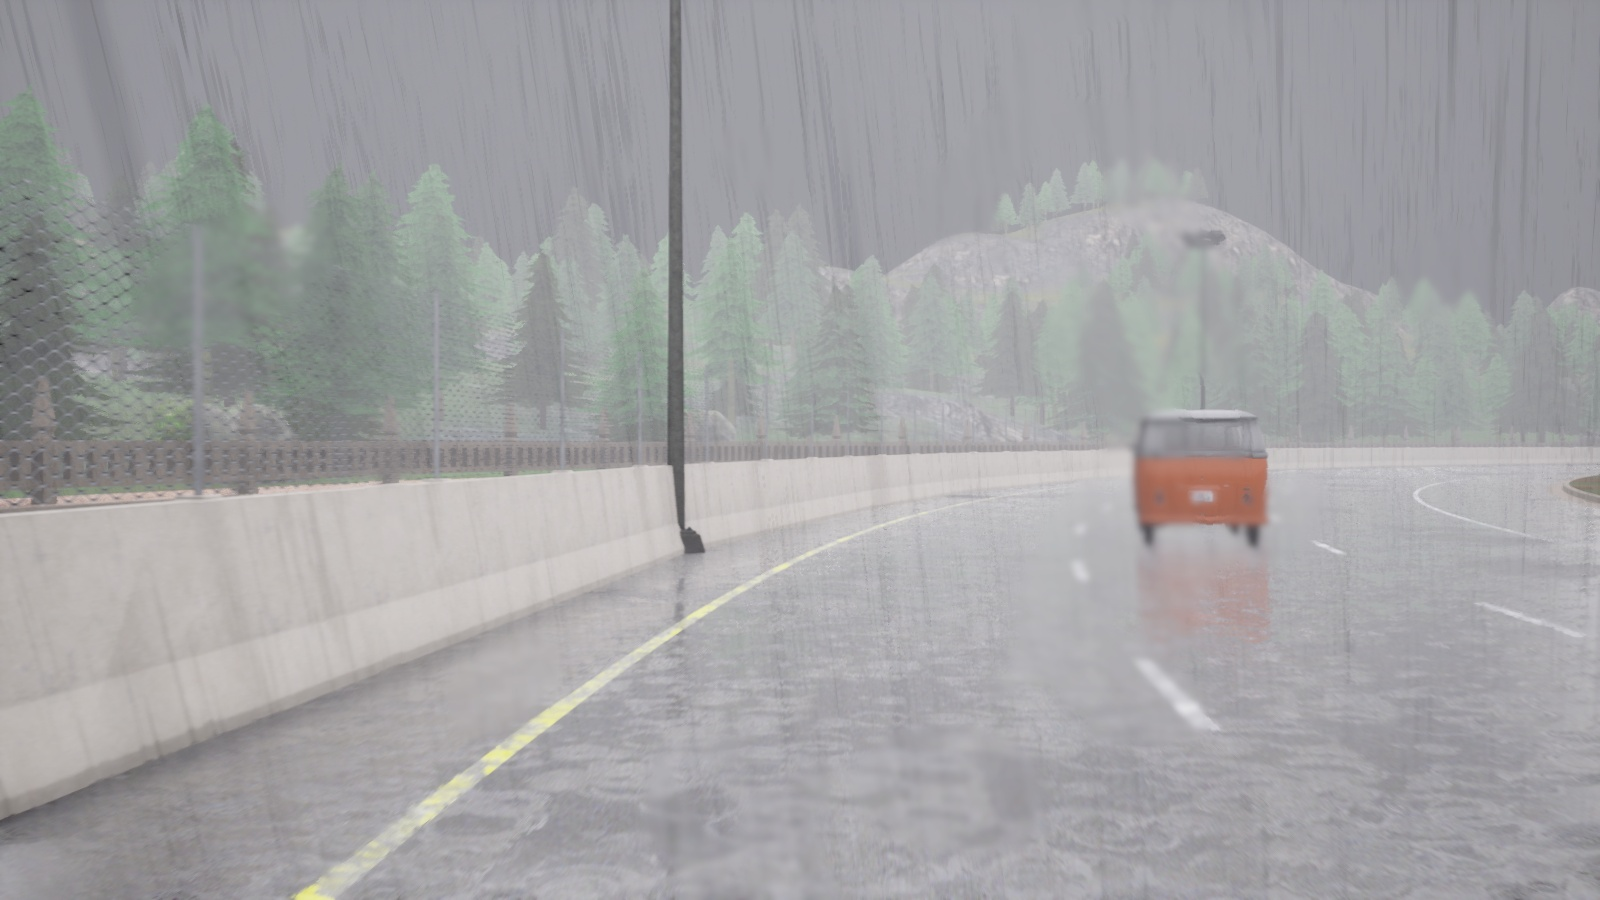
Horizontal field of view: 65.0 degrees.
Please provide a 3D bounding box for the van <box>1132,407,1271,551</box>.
[{"bbox_3d":[6.174,0.396,19.717,1.775,1.987,4.442,0,0,14],"label":"van"}]
